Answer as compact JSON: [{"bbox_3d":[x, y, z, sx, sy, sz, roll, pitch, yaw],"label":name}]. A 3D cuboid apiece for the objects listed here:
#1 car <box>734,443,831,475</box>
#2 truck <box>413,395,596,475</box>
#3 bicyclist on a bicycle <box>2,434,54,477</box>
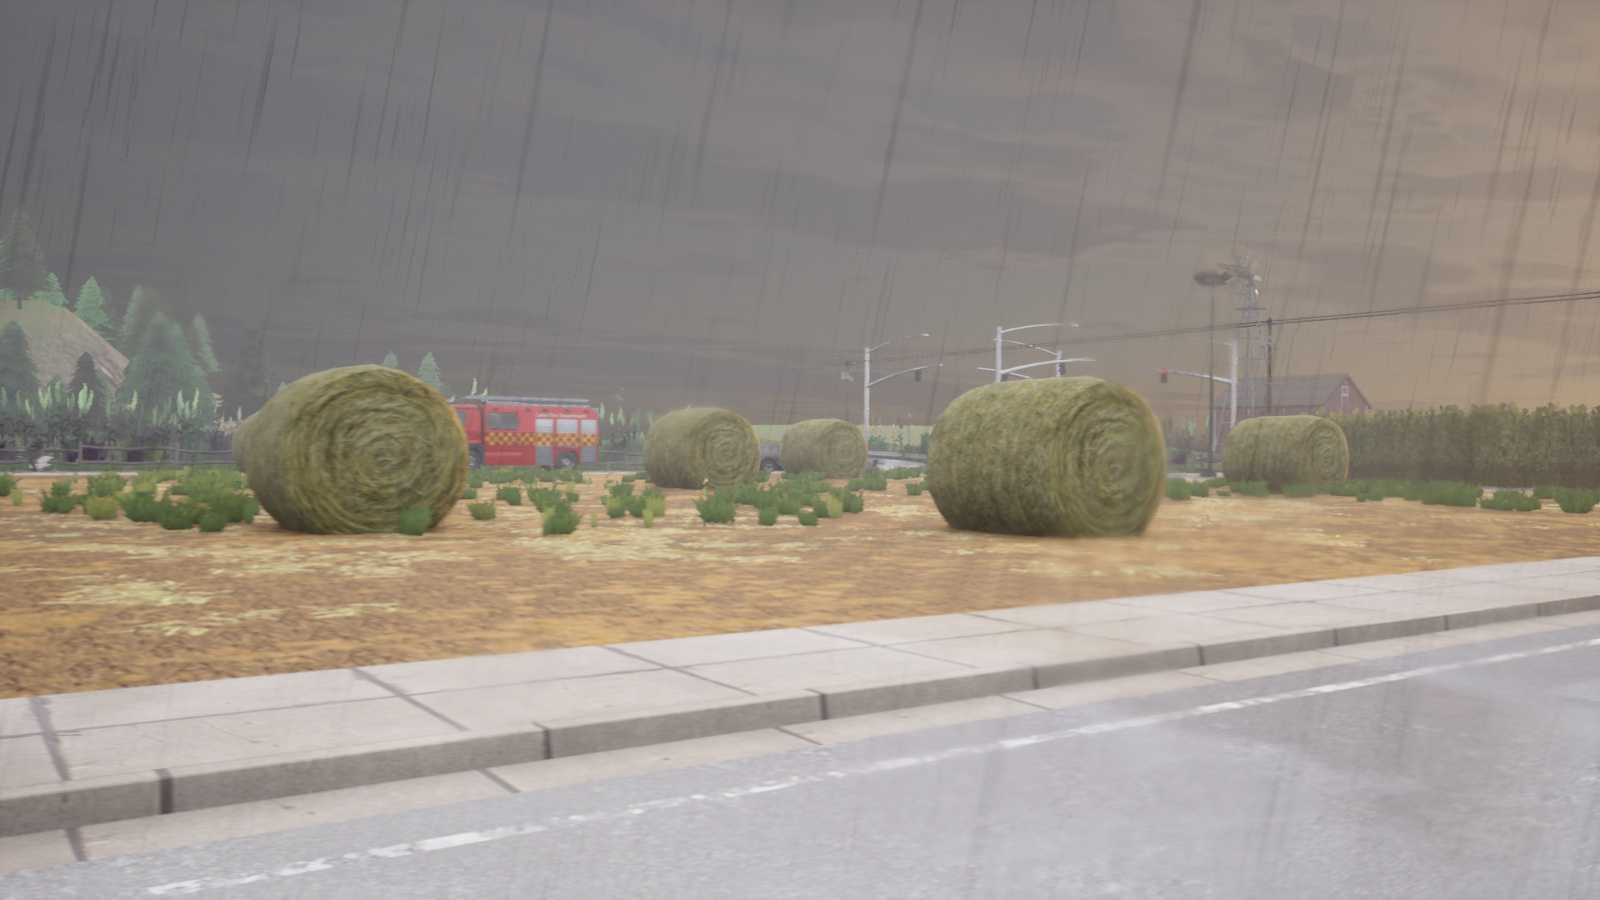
[{"bbox_3d":[-0.943,0.489,67.595,4.856,1.649,2.033,0,0,-31],"label":"car"},{"bbox_3d":[-14.841,-0.694,63.291,8.468,3.827,2.891,0,0,-31],"label":"truck"},{"bbox_3d":[-32.382,0.248,52.714,1.843,1.776,0.659,1,0,-31],"label":"bicyclist on a bicycle"}]
